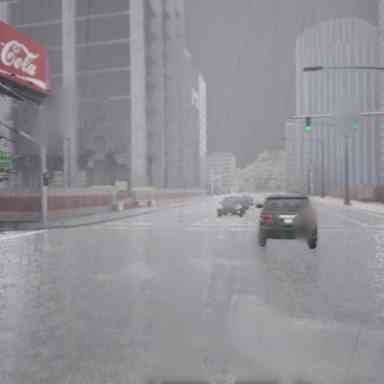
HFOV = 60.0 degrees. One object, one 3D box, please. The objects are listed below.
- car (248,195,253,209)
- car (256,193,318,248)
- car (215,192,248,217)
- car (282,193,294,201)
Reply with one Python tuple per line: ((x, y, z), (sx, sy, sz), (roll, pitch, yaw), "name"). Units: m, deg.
((5.598, 1.303, 38.480), (2.033, 1.411, 5.357), (-1, 0, 13), "car")
((4.017, 1.105, 14.449), (2.150, 2.045, 5.566), (-1, 0, 13), "car")
((3.485, 1.176, 29.091), (2.097, 1.767, 4.553), (-1, 0, 13), "car")
((18.705, 0.976, 64.937), (1.837, 1.490, 4.892), (-1, 0, 13), "car")
